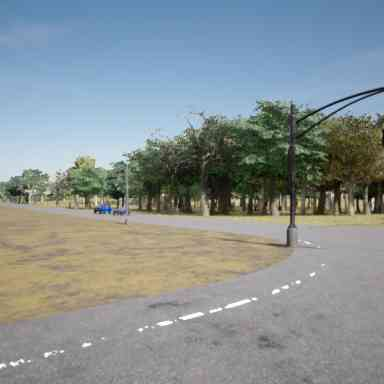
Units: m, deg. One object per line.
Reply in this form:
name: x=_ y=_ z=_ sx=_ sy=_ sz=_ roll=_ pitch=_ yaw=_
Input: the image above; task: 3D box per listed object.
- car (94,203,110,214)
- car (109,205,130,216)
car: x=-17.590 y=3.256 z=65.381 sx=2.150 sy=2.045 sz=5.566 roll=1 pitch=-2 yaw=-33
car: x=-12.093 y=3.269 z=56.974 sx=1.812 sy=1.442 sz=4.674 roll=1 pitch=-2 yaw=-33
